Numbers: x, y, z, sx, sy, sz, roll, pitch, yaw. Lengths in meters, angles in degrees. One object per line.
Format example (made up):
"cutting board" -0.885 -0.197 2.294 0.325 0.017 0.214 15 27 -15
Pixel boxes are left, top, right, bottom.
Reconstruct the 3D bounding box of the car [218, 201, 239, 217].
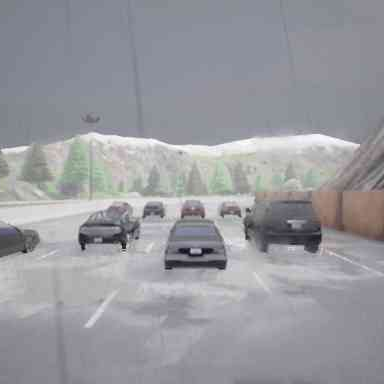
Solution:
"car" 3.580 1.634 32.029 1.812 1.442 4.674 0 0 0

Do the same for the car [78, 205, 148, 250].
"car" -3.410 1.541 14.475 2.128 1.511 4.902 0 0 0

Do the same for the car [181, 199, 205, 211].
"car" 0.080 1.455 30.571 2.097 1.767 4.553 0 0 0

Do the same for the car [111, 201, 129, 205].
"car" -6.920 1.635 32.104 1.812 1.442 4.674 0 0 0

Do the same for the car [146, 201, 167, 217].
"car" -3.420 1.610 30.985 1.837 1.490 4.892 0 0 0

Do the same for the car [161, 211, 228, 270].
"car" 0.093 1.585 11.123 2.033 1.411 5.357 0 0 0

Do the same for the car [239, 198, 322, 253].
"car" 3.590 1.270 14.110 2.150 2.045 5.566 0 0 0

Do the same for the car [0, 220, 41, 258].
"car" -6.907 1.585 10.722 2.033 1.411 5.357 0 0 0
